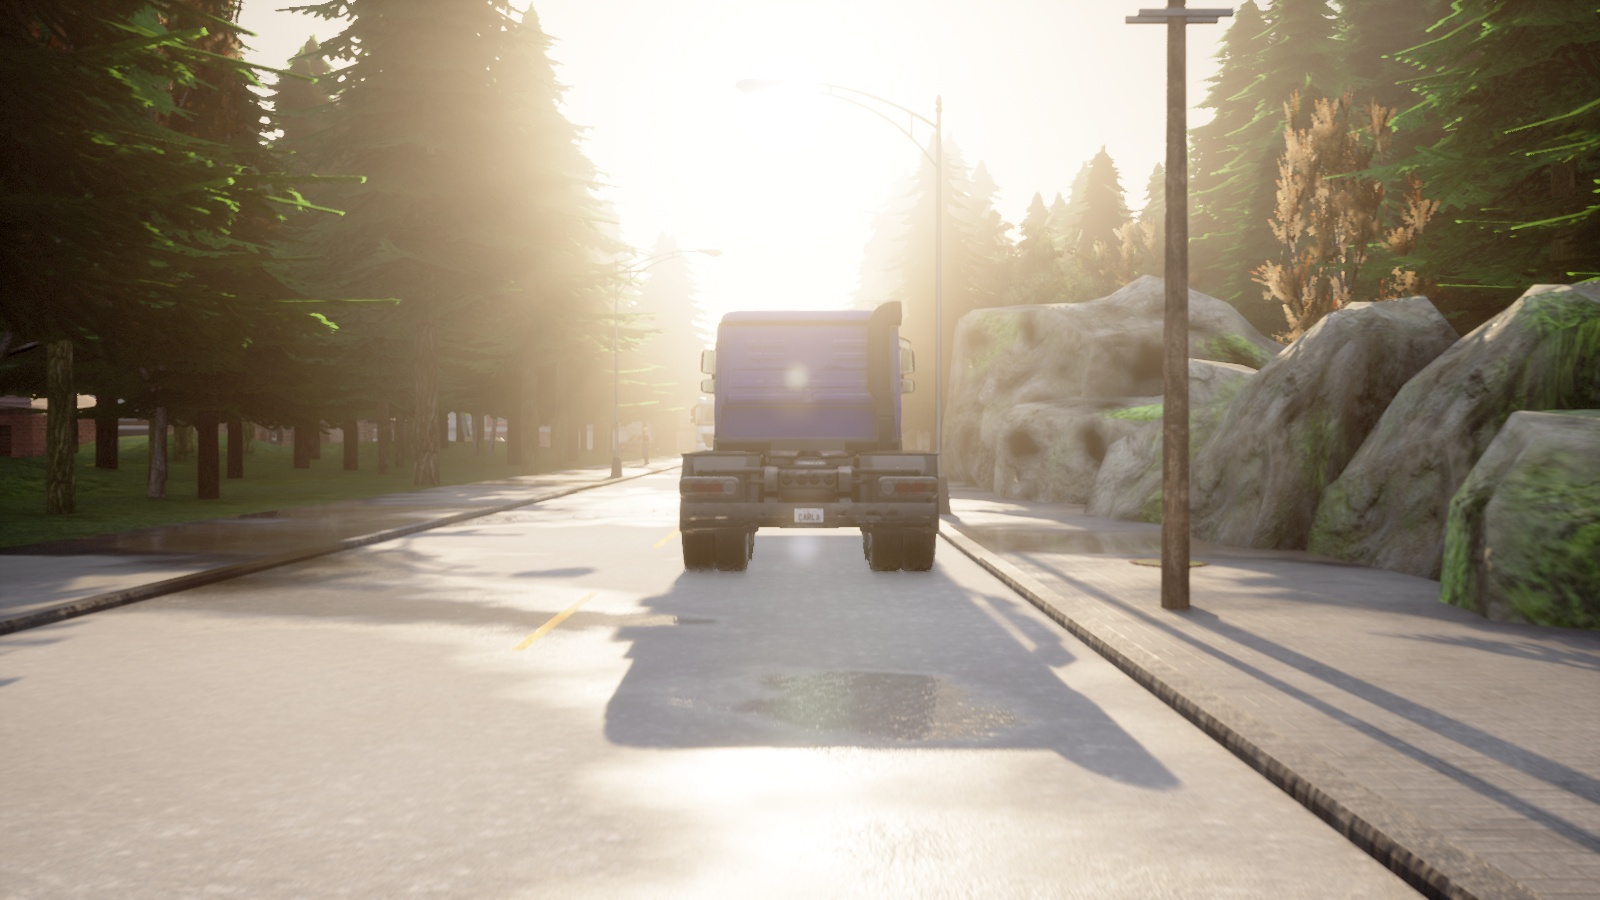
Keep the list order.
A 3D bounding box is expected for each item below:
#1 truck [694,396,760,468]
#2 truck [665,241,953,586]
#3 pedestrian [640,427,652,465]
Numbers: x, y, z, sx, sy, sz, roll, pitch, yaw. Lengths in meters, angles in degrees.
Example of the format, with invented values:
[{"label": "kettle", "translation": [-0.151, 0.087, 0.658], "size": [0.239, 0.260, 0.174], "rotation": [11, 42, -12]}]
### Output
[{"label": "truck", "translation": [-3.630, -0.901, 64.327], "size": [2.891, 3.462, 7.936], "rotation": [0, 1, 0]}, {"label": "truck", "translation": [0.107, -0.407, 16.566], "size": [2.891, 3.462, 7.936], "rotation": [0, 1, 0]}, {"label": "pedestrian", "translation": [-7.491, -0.178, 60.929], "size": [0.345, 1.836, 0.594], "rotation": [0, 1, 21]}]
